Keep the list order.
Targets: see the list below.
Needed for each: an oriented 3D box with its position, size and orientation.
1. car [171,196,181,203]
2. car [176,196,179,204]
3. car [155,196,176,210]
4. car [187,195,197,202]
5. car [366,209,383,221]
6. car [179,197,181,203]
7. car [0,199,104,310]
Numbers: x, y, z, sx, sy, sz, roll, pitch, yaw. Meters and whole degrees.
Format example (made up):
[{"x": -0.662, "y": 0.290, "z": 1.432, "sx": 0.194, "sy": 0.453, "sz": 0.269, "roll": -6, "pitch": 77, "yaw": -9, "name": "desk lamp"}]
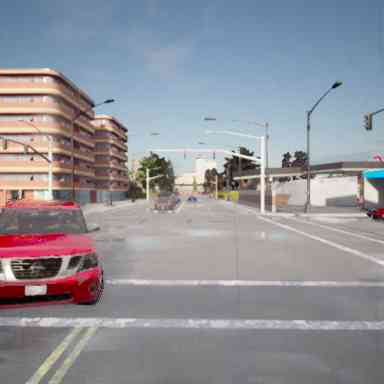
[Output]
[{"x": -3.453, "y": 1.647, "z": 72.475, "sx": 1.895, "sy": 1.301, "sz": 4.718, "roll": 0, "pitch": 0, "yaw": 0, "name": "car"}, {"x": -3.552, "y": 1.638, "z": 51.690, "sx": 1.895, "sy": 1.301, "sz": 4.718, "roll": 0, "pitch": 0, "yaw": 0, "name": "car"}, {"x": -3.558, "y": 1.383, "z": 42.742, "sx": 2.097, "sy": 1.767, "sz": 4.553, "roll": 0, "pitch": 0, "yaw": 0, "name": "car"}, {"x": 0.046, "y": 1.390, "z": 70.855, "sx": 1.812, "sy": 1.442, "sz": 4.674, "roll": 0, "pitch": 0, "yaw": 0, "name": "car"}, {"x": 16.552, "y": 1.620, "z": 26.468, "sx": 4.718, "sy": 1.301, "sz": 1.895, "roll": 0, "pitch": 0, "yaw": 1, "name": "car"}, {"x": -3.514, "y": 1.551, "z": 62.505, "sx": 1.837, "sy": 1.490, "sz": 4.892, "roll": 0, "pitch": 0, "yaw": 0, "name": "car"}, {"x": -3.525, "y": 1.232, "z": 7.918, "sx": 2.150, "sy": 2.045, "sz": 5.566, "roll": 2, "pitch": -1, "yaw": -22, "name": "car"}]
